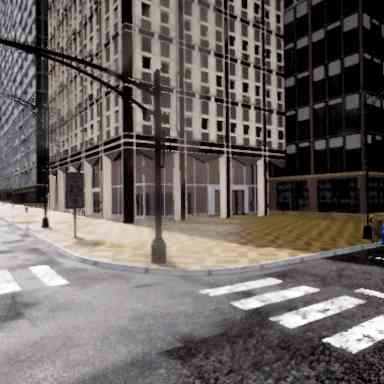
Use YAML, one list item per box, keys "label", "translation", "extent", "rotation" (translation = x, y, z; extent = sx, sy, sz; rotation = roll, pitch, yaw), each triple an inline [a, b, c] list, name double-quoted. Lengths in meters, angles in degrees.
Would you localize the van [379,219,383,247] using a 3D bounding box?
- label: "van"
  translation: [8.910, 1.453, 12.904]
  extent: [3.998, 1.788, 1.690]
  rotation: [0, -1, -35]
